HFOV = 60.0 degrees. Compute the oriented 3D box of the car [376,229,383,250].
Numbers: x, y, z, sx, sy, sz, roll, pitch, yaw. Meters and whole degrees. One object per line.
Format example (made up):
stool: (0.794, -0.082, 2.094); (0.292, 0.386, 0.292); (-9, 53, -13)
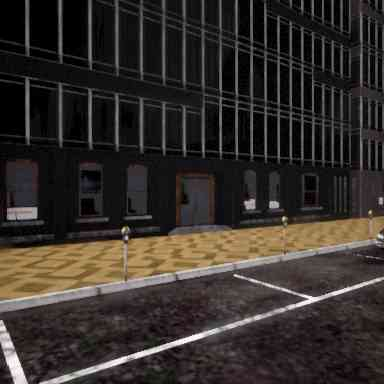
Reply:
car: (8.819, 1.541, 12.851); (4.403, 1.369, 2.008); (0, 0, -36)
